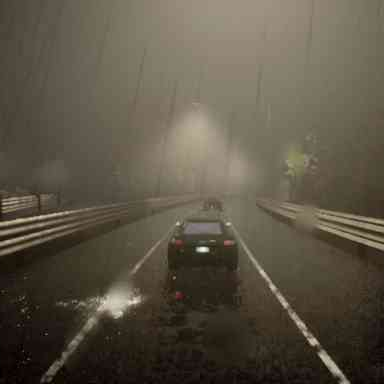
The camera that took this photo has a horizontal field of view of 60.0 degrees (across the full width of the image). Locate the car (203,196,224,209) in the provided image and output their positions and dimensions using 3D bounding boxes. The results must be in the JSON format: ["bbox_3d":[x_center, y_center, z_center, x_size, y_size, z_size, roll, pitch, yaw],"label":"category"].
[{"bbox_3d":[2.280,1.210,35.616,1.837,1.490,4.892,0,1,7],"label":"car"}]

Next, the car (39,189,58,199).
[{"bbox_3d":[-25.258,0.495,59.291,1.994,1.385,4.181,0,1,-13],"label":"car"}]

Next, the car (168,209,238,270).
[{"bbox_3d":[0.362,1.479,10.828,1.994,1.385,4.181,0,1,2],"label":"car"}]

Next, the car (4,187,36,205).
[{"bbox_3d":[-20.993,0.560,40.498,2.097,1.767,4.553,0,1,-13],"label":"car"}]

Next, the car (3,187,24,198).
[{"bbox_3d":[-32.965,0.081,61.626,2.150,2.045,5.566,0,1,-13],"label":"car"}]

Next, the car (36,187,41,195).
[{"bbox_3d":[-29.763,0.072,63.332,2.150,2.045,5.566,0,0,-13],"label":"car"}]
